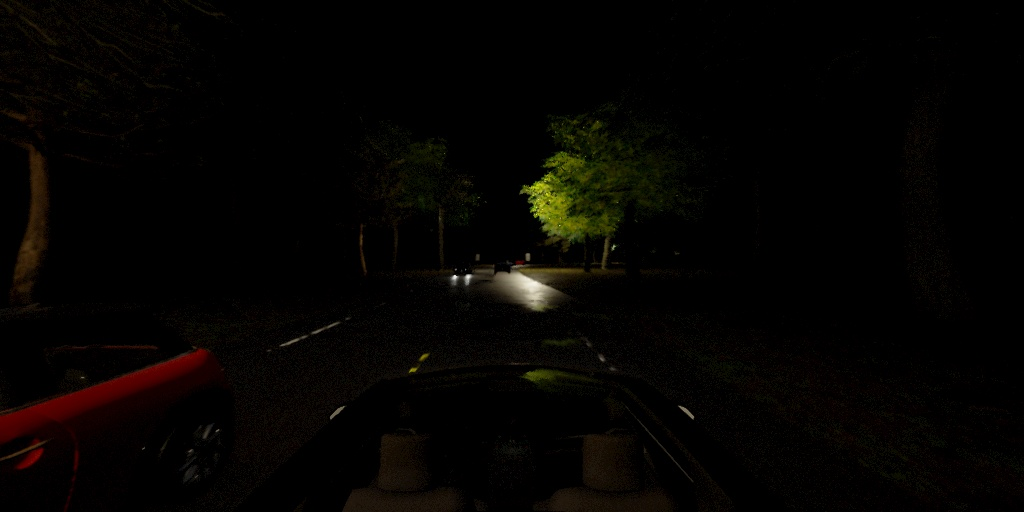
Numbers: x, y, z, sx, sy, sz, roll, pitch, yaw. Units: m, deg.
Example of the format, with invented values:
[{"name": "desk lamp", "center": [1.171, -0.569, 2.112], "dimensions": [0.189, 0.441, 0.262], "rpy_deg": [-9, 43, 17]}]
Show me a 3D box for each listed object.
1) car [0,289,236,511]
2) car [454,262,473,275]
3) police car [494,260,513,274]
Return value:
[{"name": "car", "center": [-3.659, 1.145, 1.420], "dimensions": [2.097, 1.767, 4.553], "rpy_deg": [-1, 0, 0]}, {"name": "car", "center": [-5.697, 1.434, 42.436], "dimensions": [1.837, 1.490, 4.892], "rpy_deg": [-1, 0, -1]}, {"name": "police car", "center": [-1.149, 1.305, 43.122], "dimensions": [1.930, 1.638, 5.238], "rpy_deg": [-1, 0, -1]}]
